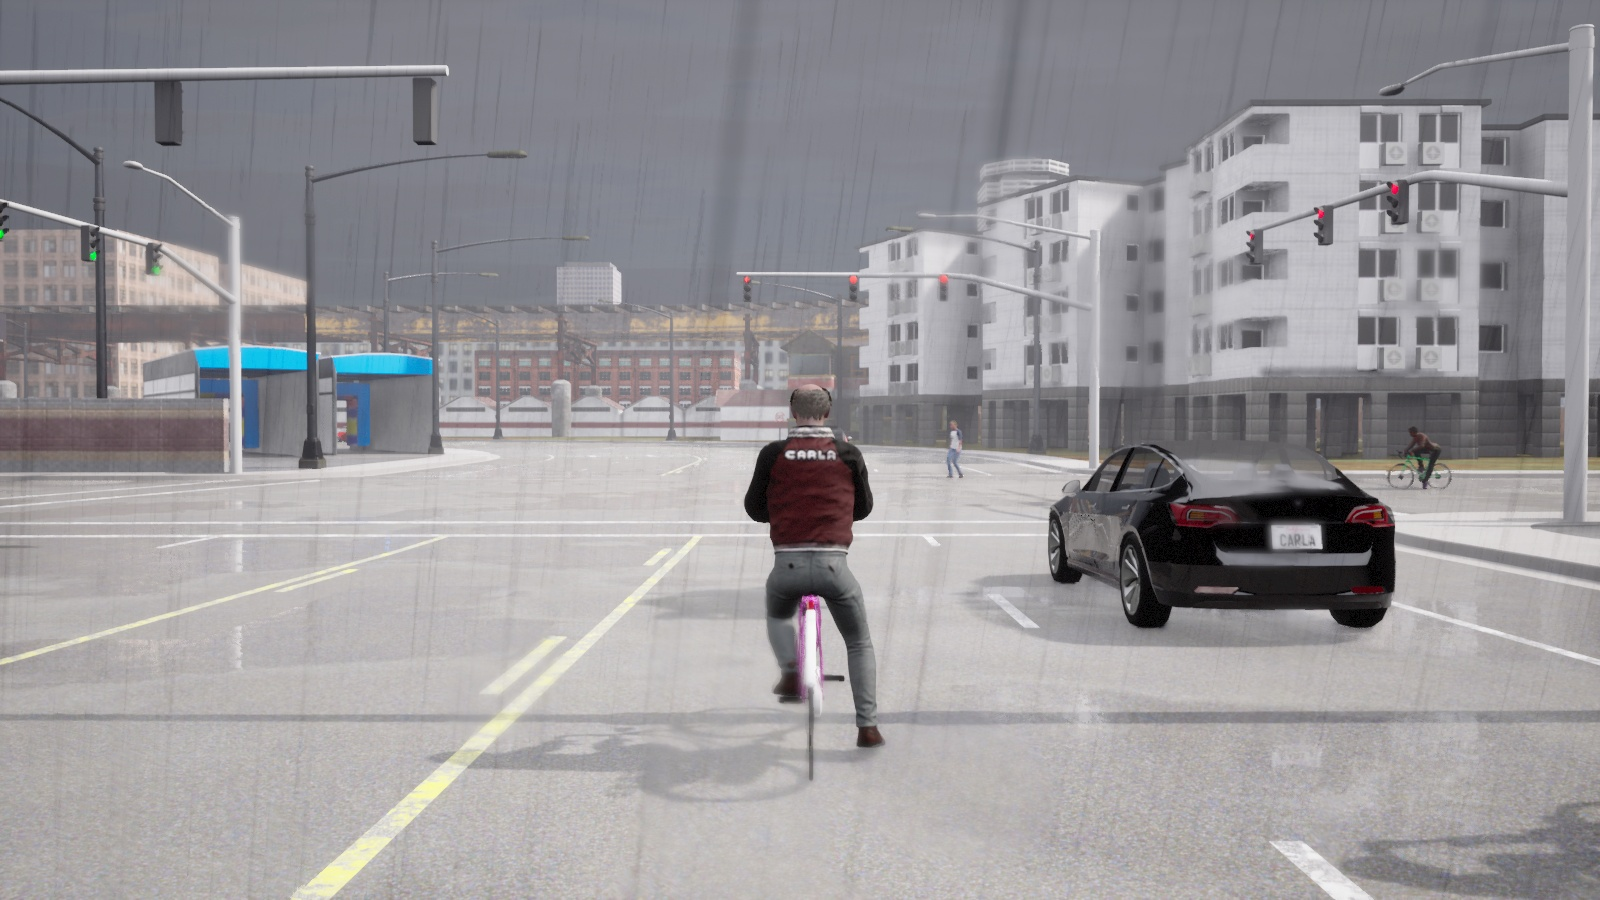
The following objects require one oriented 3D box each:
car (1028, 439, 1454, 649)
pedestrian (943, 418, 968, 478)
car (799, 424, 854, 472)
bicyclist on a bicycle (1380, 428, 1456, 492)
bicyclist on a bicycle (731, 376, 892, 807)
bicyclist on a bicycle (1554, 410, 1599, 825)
[{"bbox_3d":[3.586,0.649,11.366,2.163,1.488,4.792,0,1,0],"label":"car"},{"bbox_3d":[4.774,-0.067,38.473,0.706,1.836,0.354,-1,2,-36],"label":"pedestrian"},{"bbox_3d":[0.944,-0.111,44.599,1.851,1.617,3.988,0,1,1],"label":"car"},{"bbox_3d":[15.778,0.249,32.064,1.656,1.620,0.582,-1,1,-1],"label":"bicyclist on a bicycle"},{"bbox_3d":[0.051,0.571,6.084,0.659,1.776,1.843,0,1,0],"label":"bicyclist on a bicycle"},{"bbox_3d":[3.537,0.654,4.412,0.866,1.612,1.509,0,1,1],"label":"bicyclist on a bicycle"}]
